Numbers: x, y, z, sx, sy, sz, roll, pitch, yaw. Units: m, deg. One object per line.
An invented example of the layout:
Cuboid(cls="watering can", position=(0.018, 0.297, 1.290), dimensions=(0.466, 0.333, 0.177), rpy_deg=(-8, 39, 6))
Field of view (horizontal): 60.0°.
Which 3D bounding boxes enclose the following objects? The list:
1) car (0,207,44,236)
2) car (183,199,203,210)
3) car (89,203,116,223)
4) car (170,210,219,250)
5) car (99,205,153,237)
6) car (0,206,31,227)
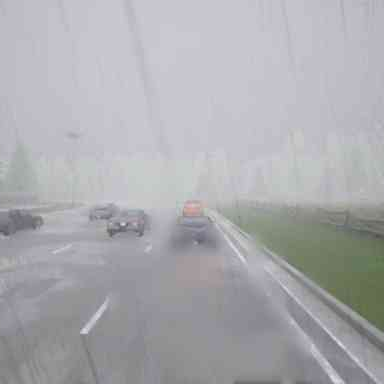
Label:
Cuboid(cls="car", position=(-10.401, 1.648, 18.871), dimensions=(2.033, 1.411, 5.357), rpy_deg=(0, 0, 0))
Cuboid(cls="car", position=(0.096, 1.537, 35.018), dimensions=(2.097, 1.767, 4.553), rpy_deg=(0, 0, 0))
Cuboid(cls="car", position=(-6.900, 1.636, 27.044), dimensions=(2.128, 1.511, 4.902), rpy_deg=(0, 0, 0))
Cuboid(cls="car", position=(0.102, 1.680, 14.763), dimensions=(1.895, 1.301, 4.718), rpy_deg=(0, 0, 0))
Cuboid(cls="car", position=(-3.400, 1.648, 18.861), dimensions=(2.033, 1.411, 5.357), rpy_deg=(0, 0, 0))
Cuboid(cls="car", position=(-13.901, 1.729, 24.320), dimensions=(1.895, 1.301, 4.718), rpy_deg=(0, 0, 0))
